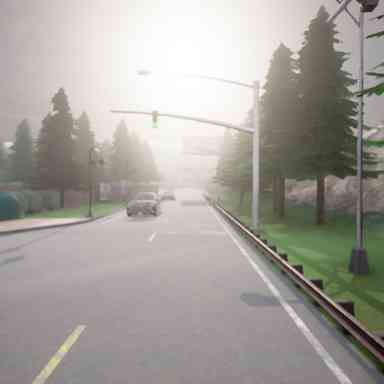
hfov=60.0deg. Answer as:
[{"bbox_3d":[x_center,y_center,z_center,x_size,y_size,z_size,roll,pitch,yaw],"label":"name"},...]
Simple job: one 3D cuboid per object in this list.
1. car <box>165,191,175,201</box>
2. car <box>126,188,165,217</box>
[{"bbox_3d":[-3.489,0.571,49.530,1.895,1.301,4.718,0,1,0],"label":"car"},{"bbox_3d":[-3.500,0.837,24.861,2.097,1.767,4.553,0,1,0],"label":"car"}]
